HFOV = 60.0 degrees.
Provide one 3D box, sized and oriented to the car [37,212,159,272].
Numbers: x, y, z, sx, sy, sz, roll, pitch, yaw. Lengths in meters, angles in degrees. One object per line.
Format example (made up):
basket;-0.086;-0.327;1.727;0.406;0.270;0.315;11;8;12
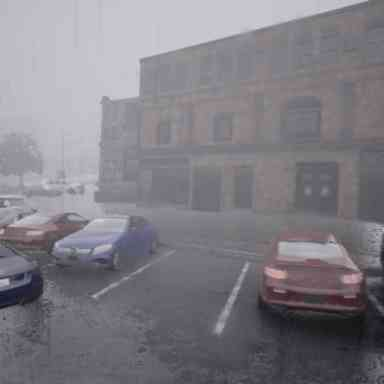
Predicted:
car;-2.485;1.452;10.787;2.002;1.452;4.674;1;0;14

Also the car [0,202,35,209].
car;-7.484;1.365;14.182;2.231;1.521;4.892;1;0;14

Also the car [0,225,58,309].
car;-4.904;1.501;6.741;4.181;1.385;1.994;1;0;35

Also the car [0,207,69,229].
car;-4.988;1.428;12.486;2.002;1.452;4.674;0;0;14

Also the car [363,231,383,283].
car;4.941;1.234;5.563;2.435;2.045;5.566;1;0;15

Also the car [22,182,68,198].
car;-17.980;-0.091;39.936;4.674;1.452;2.002;1;6;8

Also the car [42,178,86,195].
car;-16.559;-0.671;42.569;5.566;2.045;2.435;1;6;8

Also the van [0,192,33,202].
van;-10.024;1.112;15.736;1.878;1.987;4.442;1;0;13

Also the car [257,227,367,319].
car;2.469;1.501;7.336;2.002;1.452;4.674;0;0;15

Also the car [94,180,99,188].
car;-12.394;-1.291;50.587;4.892;1.521;2.231;1;6;8
